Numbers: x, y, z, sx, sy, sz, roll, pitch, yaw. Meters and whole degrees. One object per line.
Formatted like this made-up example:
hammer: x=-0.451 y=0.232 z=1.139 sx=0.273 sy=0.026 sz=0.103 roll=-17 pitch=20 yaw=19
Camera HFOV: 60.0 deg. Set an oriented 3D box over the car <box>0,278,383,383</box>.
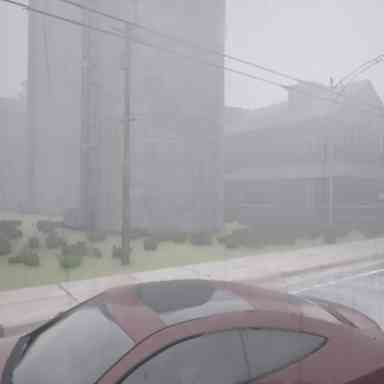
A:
car: x=-0.335 y=1.538 z=2.636 sx=4.674 sy=1.442 sz=1.812 roll=1 pitch=0 yaw=-27
